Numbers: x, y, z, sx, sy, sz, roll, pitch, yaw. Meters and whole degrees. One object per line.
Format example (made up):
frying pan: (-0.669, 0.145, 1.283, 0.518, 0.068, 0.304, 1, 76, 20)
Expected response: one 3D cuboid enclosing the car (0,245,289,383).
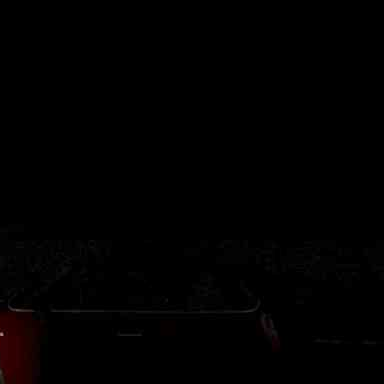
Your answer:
car: (-1.029, 1.441, 4.130, 4.097, 1.590, 1.967, 0, 0, 5)
